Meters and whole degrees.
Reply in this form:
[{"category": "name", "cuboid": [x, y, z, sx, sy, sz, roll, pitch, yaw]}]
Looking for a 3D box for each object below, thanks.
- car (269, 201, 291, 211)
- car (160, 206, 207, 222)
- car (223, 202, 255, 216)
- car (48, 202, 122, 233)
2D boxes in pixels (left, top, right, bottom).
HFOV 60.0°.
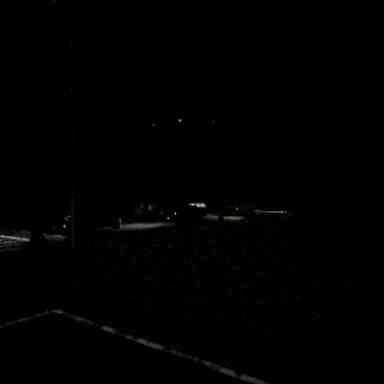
[{"category": "car", "cuboid": [12.747, 1.973, 47.773, 1.812, 1.442, 4.674, -1, -1, 36]}, {"category": "car", "cuboid": [-0.693, 1.867, 29.277, 1.895, 1.301, 4.718, -1, -1, 36]}, {"category": "car", "cuboid": [5.399, 1.828, 37.714, 1.882, 1.535, 5.008, -1, -1, 36]}, {"category": "car", "cuboid": [-6.664, 1.533, 21.014, 2.097, 1.767, 4.553, -1, -1, 36]}]
